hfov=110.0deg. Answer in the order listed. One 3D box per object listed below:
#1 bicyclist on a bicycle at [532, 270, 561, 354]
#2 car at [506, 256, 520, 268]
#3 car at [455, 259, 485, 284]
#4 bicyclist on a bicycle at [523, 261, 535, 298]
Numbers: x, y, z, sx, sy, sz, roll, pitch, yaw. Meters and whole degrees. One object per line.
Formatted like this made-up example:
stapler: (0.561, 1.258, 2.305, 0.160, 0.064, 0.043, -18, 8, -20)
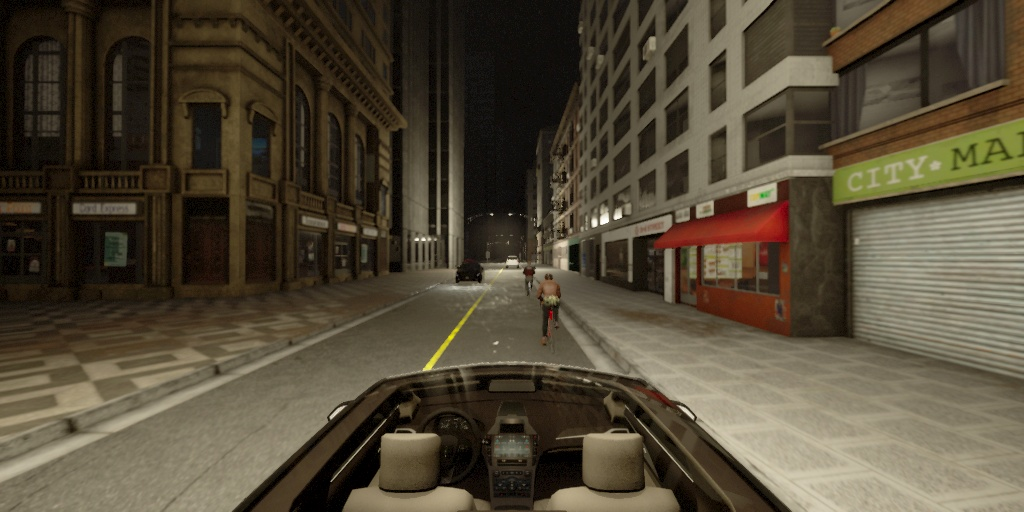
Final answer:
bicyclist on a bicycle: (0.827, 1.204, 7.870, 0.582, 1.620, 1.656, 0, 0, 0)
car: (0.108, 1.019, 61.851, 2.150, 2.045, 5.566, 0, 0, 1)
car: (-3.098, 1.237, 27.238, 1.882, 1.535, 5.008, 0, 0, 0)
bicyclist on a bicycle: (0.827, 1.124, 17.468, 0.659, 1.776, 1.843, 0, 0, 0)
